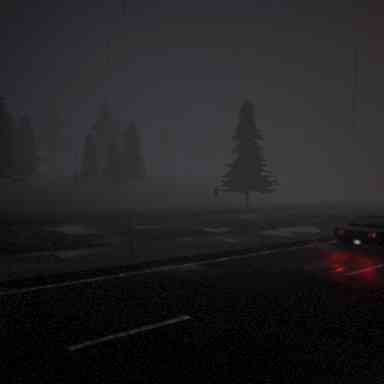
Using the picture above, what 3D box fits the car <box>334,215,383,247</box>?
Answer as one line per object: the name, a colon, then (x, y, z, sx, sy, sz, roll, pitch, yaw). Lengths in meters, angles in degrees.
car: (8.092, 1.613, 13.940, 4.718, 1.301, 1.895, 0, 0, -35)
